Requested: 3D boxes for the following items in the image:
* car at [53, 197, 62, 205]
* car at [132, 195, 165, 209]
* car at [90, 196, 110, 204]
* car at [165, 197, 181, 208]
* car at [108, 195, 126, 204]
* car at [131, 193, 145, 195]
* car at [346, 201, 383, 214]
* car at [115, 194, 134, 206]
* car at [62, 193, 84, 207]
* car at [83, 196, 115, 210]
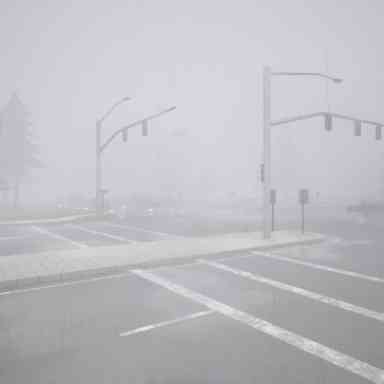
[{"bbox_3d":[-23.400,1.564,59.263,1.994,1.385,4.181,0,0,-34],"label":"car"},{"bbox_3d":[-6.237,1.505,46.899,1.837,1.490,4.892,0,0,-35],"label":"car"},{"bbox_3d":[-17.337,1.491,62.809,2.128,1.511,4.902,0,0,-35],"label":"car"},{"bbox_3d":[-3.455,1.505,49.028,1.837,1.490,4.892,0,0,-35],"label":"car"},{"bbox_3d":[-14.788,1.478,65.298,1.882,1.535,5.008,0,0,-34],"label":"car"},{"bbox_3d":[-8.997,1.222,56.949,2.150,2.045,5.566,0,0,-35],"label":"car"},{"bbox_3d":[18.123,1.601,34.809,4.718,1.301,1.895,0,0,-34],"label":"car"},{"bbox_3d":[-11.481,1.505,54.388,1.837,1.490,4.892,0,0,-35],"label":"car"},{"bbox_3d":[-17.701,1.221,51.046,2.150,2.045,5.566,0,0,-35],"label":"car"},{"bbox_3d":[-12.035,1.505,42.973,1.837,1.490,4.892,0,0,-35],"label":"car"}]
